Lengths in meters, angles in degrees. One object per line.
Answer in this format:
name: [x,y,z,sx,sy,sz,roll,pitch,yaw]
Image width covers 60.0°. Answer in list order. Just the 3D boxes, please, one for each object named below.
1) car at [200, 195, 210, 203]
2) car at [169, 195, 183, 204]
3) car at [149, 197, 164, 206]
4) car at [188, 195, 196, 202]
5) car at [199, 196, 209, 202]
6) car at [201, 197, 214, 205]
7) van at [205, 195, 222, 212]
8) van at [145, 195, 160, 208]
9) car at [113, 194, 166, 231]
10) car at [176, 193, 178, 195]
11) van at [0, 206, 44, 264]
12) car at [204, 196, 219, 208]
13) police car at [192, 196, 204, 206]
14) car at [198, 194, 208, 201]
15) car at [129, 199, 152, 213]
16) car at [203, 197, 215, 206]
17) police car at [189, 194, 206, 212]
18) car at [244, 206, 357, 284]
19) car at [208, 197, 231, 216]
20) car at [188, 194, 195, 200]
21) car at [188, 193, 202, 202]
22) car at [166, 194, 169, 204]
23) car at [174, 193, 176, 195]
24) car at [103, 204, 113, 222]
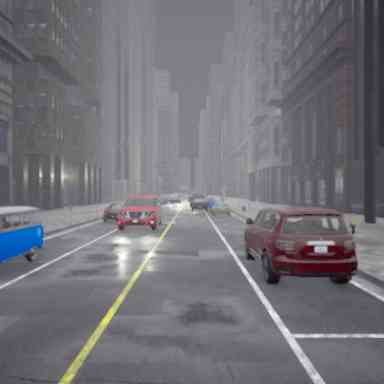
car: [2.751,1.454,71.499,1.967,1.590,4.097,0,0,0]
car: [-3.036,1.611,61.451,1.895,1.301,4.718,0,0,1]
car: [-5.772,1.574,54.579,1.947,1.339,4.313,0,0,0]
car: [-0.009,1.361,72.256,1.837,1.490,4.892,0,0,0]
car: [2.750,1.582,77.136,1.947,1.339,4.313,0,0,0]
car: [2.752,1.560,60.227,2.008,1.369,4.403,0,0,0]
van: [2.755,1.342,37.682,1.690,1.788,3.998,0,0,0]
van: [-5.772,1.347,48.942,1.690,1.788,3.998,0,0,0]
car: [-3.102,1.218,20.893,2.150,2.045,5.566,0,0,0]
car: [-5.777,1.464,94.036,1.967,1.590,4.097,0,0,0]
van: [-5.766,1.339,9.484,1.690,1.788,3.998,0,0,0]
car: [2.753,1.445,48.955,1.967,1.590,4.097,0,0,0]
police car: [0.893,1.433,55.107,1.930,1.638,5.238,0,0,0]
car: [2.749,1.334,82.773,2.192,1.841,5.009,0,0,0]
car: [-5.770,1.567,37.668,1.947,1.339,4.313,0,0,0]
car: [2.753,1.533,54.761,1.752,1.417,4.829,0,0,0]
police car: [0.895,1.427,39.107,1.930,1.638,5.238,0,0,0]
car: [2.759,1.312,9.500,2.192,1.841,5.009,0,0,0]
car: [2.756,1.524,32.216,1.752,1.417,4.829,0,0,0]
car: [-0.011,1.378,88.841,1.837,1.490,4.892,0,0,0]
car: [0.727,1.221,49.020,2.150,2.045,5.566,0,0,-1]
car: [-5.773,1.576,60.215,1.947,1.339,4.313,0,0,0]
car: [-5.776,1.460,82.762,1.967,1.590,4.097,0,0,0]
car: [-5.768,1.543,26.395,1.887,1.381,4.507,0,0,0]
